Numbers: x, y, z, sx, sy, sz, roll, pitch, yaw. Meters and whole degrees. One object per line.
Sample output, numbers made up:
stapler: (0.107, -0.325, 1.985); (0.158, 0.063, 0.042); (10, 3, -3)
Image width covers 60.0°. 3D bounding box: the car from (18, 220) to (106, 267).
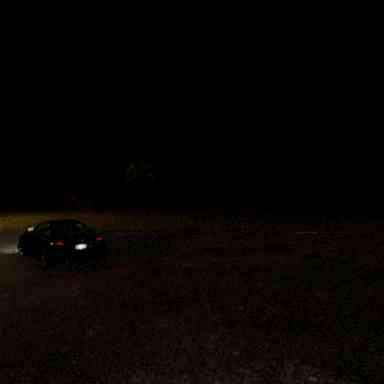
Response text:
car: (-4.815, 1.704, 12.084); (1.994, 1.385, 4.181); (-2, 1, -40)
